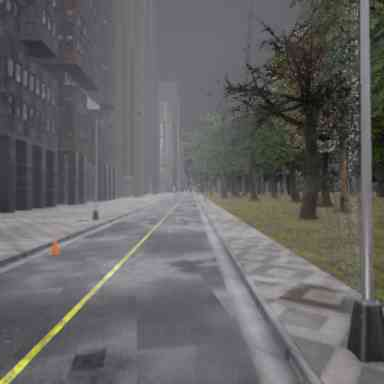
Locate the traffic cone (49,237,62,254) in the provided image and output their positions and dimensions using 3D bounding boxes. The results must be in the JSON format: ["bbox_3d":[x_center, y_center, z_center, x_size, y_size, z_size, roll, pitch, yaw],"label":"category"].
[{"bbox_3d":[-4.911,1.912,11.968,0.340,0.580,0.340,0,0,0],"label":"traffic cone"}]
